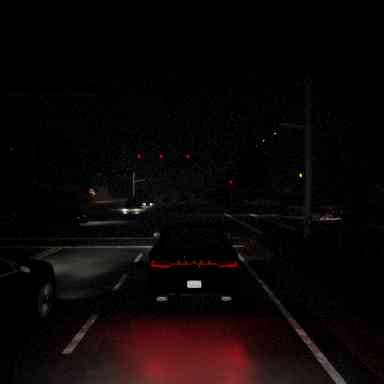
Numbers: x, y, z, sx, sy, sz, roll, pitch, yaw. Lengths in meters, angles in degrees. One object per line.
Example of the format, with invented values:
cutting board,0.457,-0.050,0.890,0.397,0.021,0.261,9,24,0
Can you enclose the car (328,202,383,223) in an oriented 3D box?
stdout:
car,13.254,1.601,25.162,4.718,1.301,1.895,0,0,-2

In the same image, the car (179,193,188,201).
car,-2.104,1.225,84.943,2.150,2.045,5.566,0,0,-1

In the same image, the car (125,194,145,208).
car,-8.263,1.478,47.089,1.882,1.535,5.008,0,0,-1

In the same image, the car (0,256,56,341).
car,-3.464,1.492,4.356,2.128,1.511,4.902,0,0,0

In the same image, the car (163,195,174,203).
car,-5.153,1.498,69.873,2.128,1.511,4.902,0,0,-1

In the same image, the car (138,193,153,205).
car,-8.492,1.221,57.073,2.150,2.045,5.566,0,0,-1

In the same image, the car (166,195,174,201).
car,-5.611,1.540,85.147,2.033,1.411,5.357,0,0,-1

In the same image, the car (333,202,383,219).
car,14.788,1.564,28.911,4.181,1.385,1.994,0,0,-2

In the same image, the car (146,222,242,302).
car,0.009,1.478,8.344,1.882,1.535,5.008,0,0,-1

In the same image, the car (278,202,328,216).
car,10.895,1.601,32.304,4.718,1.301,1.895,0,0,-2

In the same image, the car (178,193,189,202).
car,-1.832,1.225,74.210,2.150,2.045,5.566,0,0,-1

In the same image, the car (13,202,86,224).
car,-10.214,1.505,23.972,4.892,1.490,1.837,0,0,-4
